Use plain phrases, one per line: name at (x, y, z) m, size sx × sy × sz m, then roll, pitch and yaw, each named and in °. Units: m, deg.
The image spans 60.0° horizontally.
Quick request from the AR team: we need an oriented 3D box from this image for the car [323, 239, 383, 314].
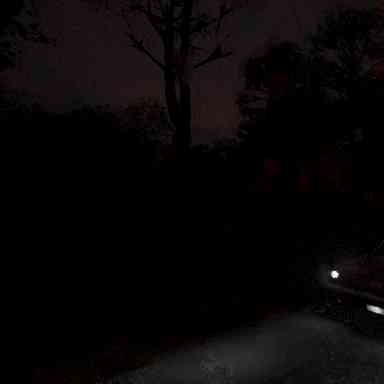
car at (4.648, 1.508, 6.586) m, size 4.718 × 1.301 × 1.895 m, roll -1°, pitch 1°, yaw -38°
